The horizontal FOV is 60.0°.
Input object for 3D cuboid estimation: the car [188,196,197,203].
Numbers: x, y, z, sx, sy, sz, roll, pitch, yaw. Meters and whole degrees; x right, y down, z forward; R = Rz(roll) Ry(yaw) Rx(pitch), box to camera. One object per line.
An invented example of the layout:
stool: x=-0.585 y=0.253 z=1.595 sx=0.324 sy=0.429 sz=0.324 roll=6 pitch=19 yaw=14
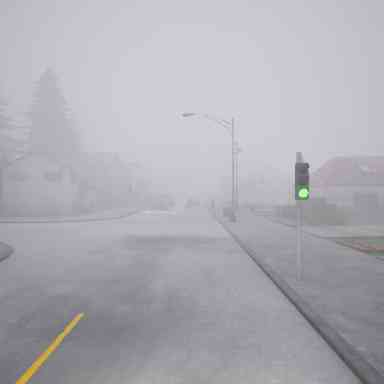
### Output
car: x=0.110 y=1.749 z=76.399 sx=2.128 sy=1.511 sz=4.902 roll=0 pitch=0 yaw=0

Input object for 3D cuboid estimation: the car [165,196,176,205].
car: x=-3.976 y=1.532 z=62.100 sx=1.812 sy=1.442 sz=4.674 roll=0 pitch=0 yaw=0

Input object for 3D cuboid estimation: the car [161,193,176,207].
car: x=-4.025 y=1.227 z=51.755 sx=2.150 sy=2.045 sz=5.566 roll=0 pitch=0 yaw=0

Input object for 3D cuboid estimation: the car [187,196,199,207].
car: x=0.177 y=1.483 z=53.080 sx=1.882 sy=1.535 sz=5.008 roll=0 pitch=0 yaw=0

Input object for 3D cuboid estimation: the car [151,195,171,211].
car: x=-4.041 y=1.509 z=41.706 sx=1.837 sy=1.490 sz=4.892 roll=0 pitch=0 yaw=0
